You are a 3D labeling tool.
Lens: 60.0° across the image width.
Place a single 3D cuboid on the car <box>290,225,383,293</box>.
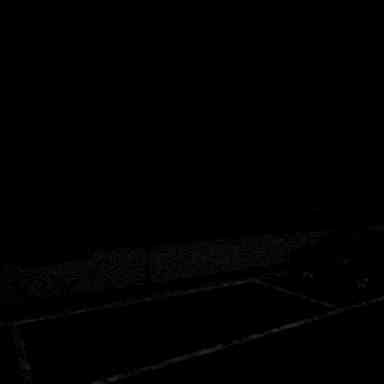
[{"bbox_3d":[4.558,1.583,8.870,4.313,1.339,1.947,0,0,-32],"label":"car"}]
